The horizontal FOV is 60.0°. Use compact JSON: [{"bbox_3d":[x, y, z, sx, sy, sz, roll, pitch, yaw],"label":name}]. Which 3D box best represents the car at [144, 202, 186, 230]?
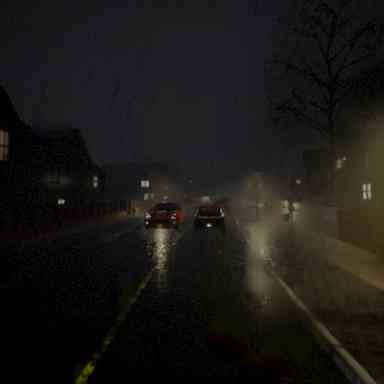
[{"bbox_3d":[-1.680,1.450,21.875,2.097,1.767,4.553,0,0,6],"label":"car"}]

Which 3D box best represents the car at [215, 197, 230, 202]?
[{"bbox_3d":[3.409,1.613,38.113,1.882,1.535,5.008,0,0,9],"label":"car"}]

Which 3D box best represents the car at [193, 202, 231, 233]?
[{"bbox_3d":[1.122,1.576,20.172,2.128,1.511,4.902,0,0,5],"label":"car"}]

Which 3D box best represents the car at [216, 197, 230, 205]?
[{"bbox_3d":[6.014,1.711,63.344,1.837,1.490,4.892,-1,0,16],"label":"car"}]
